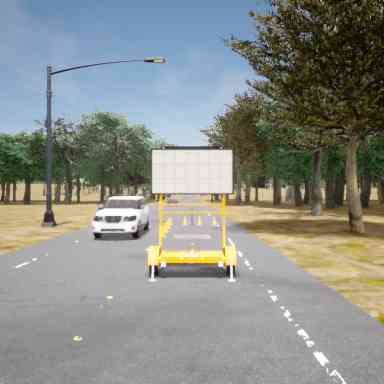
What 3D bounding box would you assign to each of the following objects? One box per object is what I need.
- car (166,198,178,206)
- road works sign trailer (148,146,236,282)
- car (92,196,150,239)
[{"bbox_3d":[-3.572,1.801,59.703,1.994,1.385,4.181,0,-1,0],"label":"car"},{"bbox_3d":[0.008,0.468,9.784,2.380,3.560,2.880,0,0,0],"label":"road works sign trailer"},{"bbox_3d":[-3.597,1.231,17.818,2.150,2.045,5.566,0,0,0],"label":"car"}]
